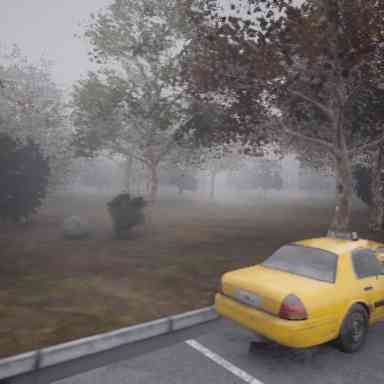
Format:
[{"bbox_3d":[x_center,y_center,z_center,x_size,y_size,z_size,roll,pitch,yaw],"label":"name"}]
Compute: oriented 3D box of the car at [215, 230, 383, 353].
[{"bbox_3d":[2.941,1.496,6.148,5.366,1.575,1.946,0,0,-33],"label":"car"}]
